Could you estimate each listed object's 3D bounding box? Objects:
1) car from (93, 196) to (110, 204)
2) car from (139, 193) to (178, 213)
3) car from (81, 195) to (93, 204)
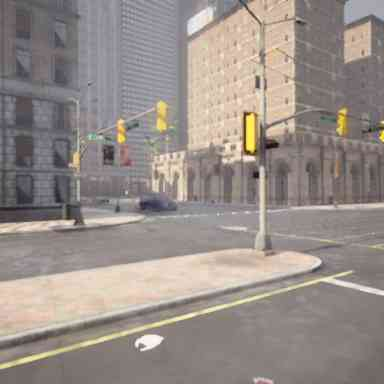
[{"bbox_3d":[-16.674,1.422,60.541,2.033,1.411,5.357,0,0,-35],"label":"car"},{"bbox_3d":[-3.798,1.189,36.487,2.150,2.045,5.566,0,2,-36],"label":"car"},{"bbox_3d":[-19.649,1.247,58.653,2.097,1.767,4.553,0,0,-35],"label":"car"}]
